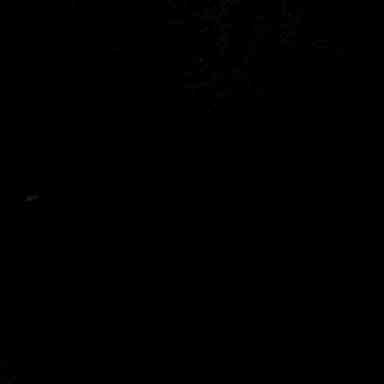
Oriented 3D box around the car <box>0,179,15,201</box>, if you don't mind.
[{"bbox_3d":[-16.672,-0.162,27.926,2.150,2.045,5.566,6,4,1],"label":"car"}]
